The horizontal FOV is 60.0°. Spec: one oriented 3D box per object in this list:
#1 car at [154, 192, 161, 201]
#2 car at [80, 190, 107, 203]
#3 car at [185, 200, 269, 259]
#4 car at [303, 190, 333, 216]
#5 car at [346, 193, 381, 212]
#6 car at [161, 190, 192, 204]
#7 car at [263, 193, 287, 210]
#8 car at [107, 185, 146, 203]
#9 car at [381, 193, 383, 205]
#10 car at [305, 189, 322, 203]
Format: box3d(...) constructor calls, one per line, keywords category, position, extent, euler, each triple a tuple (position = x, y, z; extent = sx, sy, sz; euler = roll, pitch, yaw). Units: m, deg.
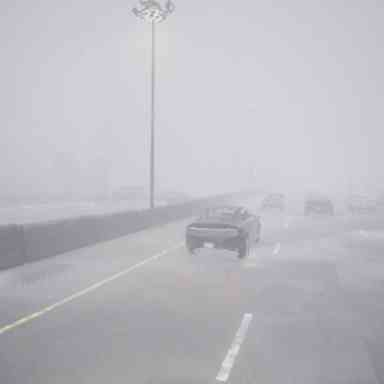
box3d(category="car", position=(-3.131, 0.427, 43.031), extent=(2.033, 1.411, 5.357), euler=(0, 2, 19))
box3d(category="car", position=(-11.517, 0.531, 40.126), extent=(1.812, 1.442, 4.674), euler=(0, 2, 19))
box3d(category="car", position=(1.262, 1.238, 11.734), extent=(2.128, 1.511, 4.902), euler=(0, 1, 19))
box3d(category="car", position=(9.322, 0.875, 24.665), extent=(1.882, 1.535, 5.008), euler=(0, 2, 19))
box3d(category="car", position=(14.075, 0.818, 27.845), extent=(1.812, 1.442, 4.674), euler=(0, 2, 18))
box3d(category="car", position=(-1.459, 0.626, 37.089), extent=(1.994, 1.385, 4.181), euler=(0, 2, 19))
box3d(category="car", position=(7.502, 0.790, 30.217), extent=(2.033, 1.411, 5.357), euler=(0, 2, 19))
box3d(category="car", position=(-7.600, 0.191, 40.773), extent=(2.150, 2.045, 5.566), euler=(0, 2, 19))
box3d(category="car", position=(19.072, 0.680, 31.702), extent=(1.812, 1.442, 4.674), euler=(0, 2, 18))
box3d(category="car", position=(14.498, 0.426, 39.999), extent=(1.812, 1.442, 4.674), euler=(0, 2, 19))
